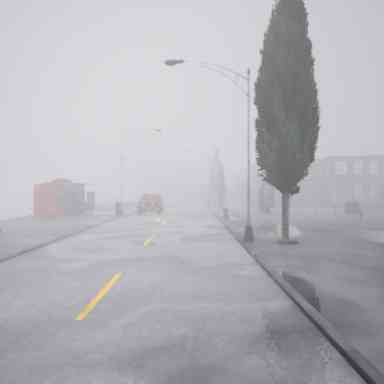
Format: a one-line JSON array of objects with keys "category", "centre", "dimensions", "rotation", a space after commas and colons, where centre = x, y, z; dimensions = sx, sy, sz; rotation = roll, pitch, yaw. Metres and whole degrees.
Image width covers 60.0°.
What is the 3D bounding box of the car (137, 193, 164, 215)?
[{"category": "car", "centre": [-4.049, 1.141, 33.354], "dimensions": [2.150, 2.045, 5.566], "rotation": [0, 0, 0]}]
